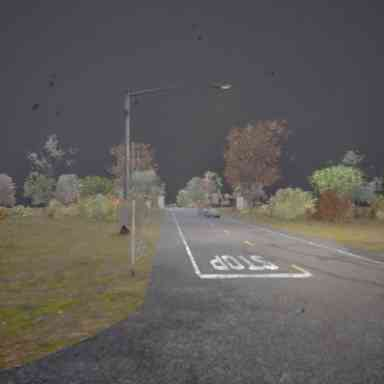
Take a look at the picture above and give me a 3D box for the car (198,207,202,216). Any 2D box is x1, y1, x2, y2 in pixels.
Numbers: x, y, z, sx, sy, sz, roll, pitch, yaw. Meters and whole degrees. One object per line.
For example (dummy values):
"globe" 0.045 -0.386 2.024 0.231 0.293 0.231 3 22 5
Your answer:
"car" 2.147 3.244 56.367 2.033 1.411 5.357 0 -2 -4

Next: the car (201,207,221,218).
"car" 2.844 2.970 46.799 1.994 1.385 4.181 0 -2 -4
